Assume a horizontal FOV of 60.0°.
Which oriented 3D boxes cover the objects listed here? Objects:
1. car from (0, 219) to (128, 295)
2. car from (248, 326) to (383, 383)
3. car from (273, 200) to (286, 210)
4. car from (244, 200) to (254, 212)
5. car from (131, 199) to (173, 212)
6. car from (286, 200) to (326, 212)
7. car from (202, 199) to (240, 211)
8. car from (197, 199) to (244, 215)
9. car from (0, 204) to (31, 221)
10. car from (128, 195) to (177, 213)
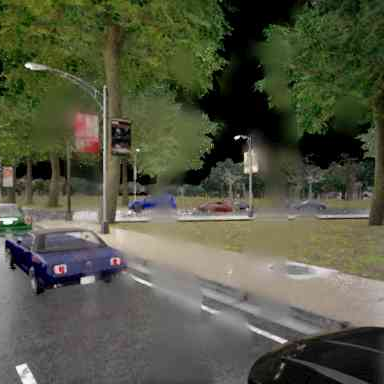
[{"bbox_3d":[-3.598,1.598,8.877,1.895,1.301,4.718,0,0,-38],"label":"car"},{"bbox_3d":[2.379,1.478,1.224,1.882,1.535,5.008,0,0,-38],"label":"car"},{"bbox_3d":[13.362,1.796,46.192,4.181,1.385,1.994,0,0,-15],"label":"car"},{"bbox_3d":[5.164,1.669,40.693,4.902,1.511,2.128,0,0,-15],"label":"car"},{"bbox_3d":[-5.042,1.612,41.381,4.902,1.511,2.128,0,0,-15],"label":"car"},{"bbox_3d":[15.154,1.766,43.300,4.674,1.442,1.812,0,0,-14],"label":"car"},{"bbox_3d":[3.791,1.698,43.690,4.674,1.442,1.812,0,0,-15],"label":"car"},{"bbox_3d":[2.848,1.685,36.522,4.674,1.442,1.812,0,0,-15],"label":"car"},{"bbox_3d":[-9.357,1.346,16.262,2.097,1.767,4.553,0,0,-38],"label":"car"},{"bbox_3d":[-4.512,1.342,38.164,5.566,2.045,2.150,0,0,-15],"label":"car"}]
